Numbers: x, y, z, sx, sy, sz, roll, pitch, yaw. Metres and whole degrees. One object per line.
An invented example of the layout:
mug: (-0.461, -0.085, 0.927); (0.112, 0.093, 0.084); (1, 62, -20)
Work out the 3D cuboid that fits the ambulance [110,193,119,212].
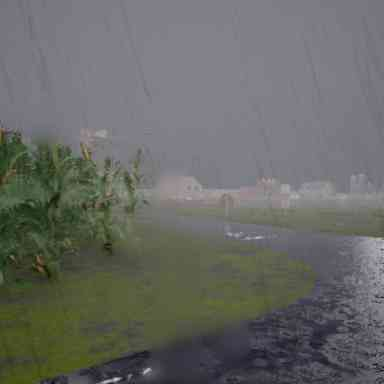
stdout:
ambulance: (-11.365, 1.342, 43.436); (2.351, 2.431, 6.366); (0, 0, -31)
